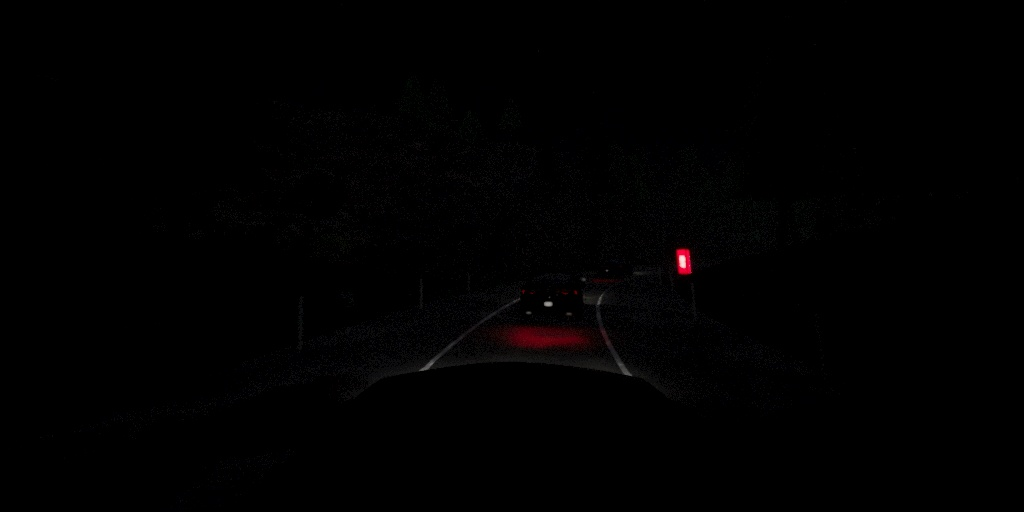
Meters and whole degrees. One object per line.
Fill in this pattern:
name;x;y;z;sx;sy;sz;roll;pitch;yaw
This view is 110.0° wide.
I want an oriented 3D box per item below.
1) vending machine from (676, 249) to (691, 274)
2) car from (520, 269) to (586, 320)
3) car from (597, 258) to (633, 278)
vending machine;14.453;0.423;30.032;1.100;2.100;0.880;0;0;36
car;1.548;1.199;12.642;1.882;1.535;5.008;0;0;12
car;8.634;0.906;29.824;1.882;1.535;5.008;-2;1;32
